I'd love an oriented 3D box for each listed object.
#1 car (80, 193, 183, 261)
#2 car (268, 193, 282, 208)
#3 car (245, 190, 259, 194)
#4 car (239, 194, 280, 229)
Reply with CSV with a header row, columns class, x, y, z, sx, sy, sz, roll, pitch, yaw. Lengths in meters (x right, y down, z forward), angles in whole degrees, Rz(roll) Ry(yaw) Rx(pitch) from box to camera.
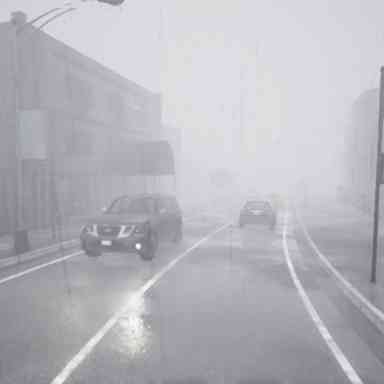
class,x,y,z,sx,sy,sz,roll,pitch,yaw
car,-1.872,1.099,12.329,2.150,2.045,5.566,1,1,13
car,9.984,0.906,40.877,2.097,1.767,4.553,2,2,16
car,9.595,0.538,52.583,2.097,1.767,4.553,2,2,17
car,4.312,1.234,21.256,2.097,1.767,4.553,2,1,15
